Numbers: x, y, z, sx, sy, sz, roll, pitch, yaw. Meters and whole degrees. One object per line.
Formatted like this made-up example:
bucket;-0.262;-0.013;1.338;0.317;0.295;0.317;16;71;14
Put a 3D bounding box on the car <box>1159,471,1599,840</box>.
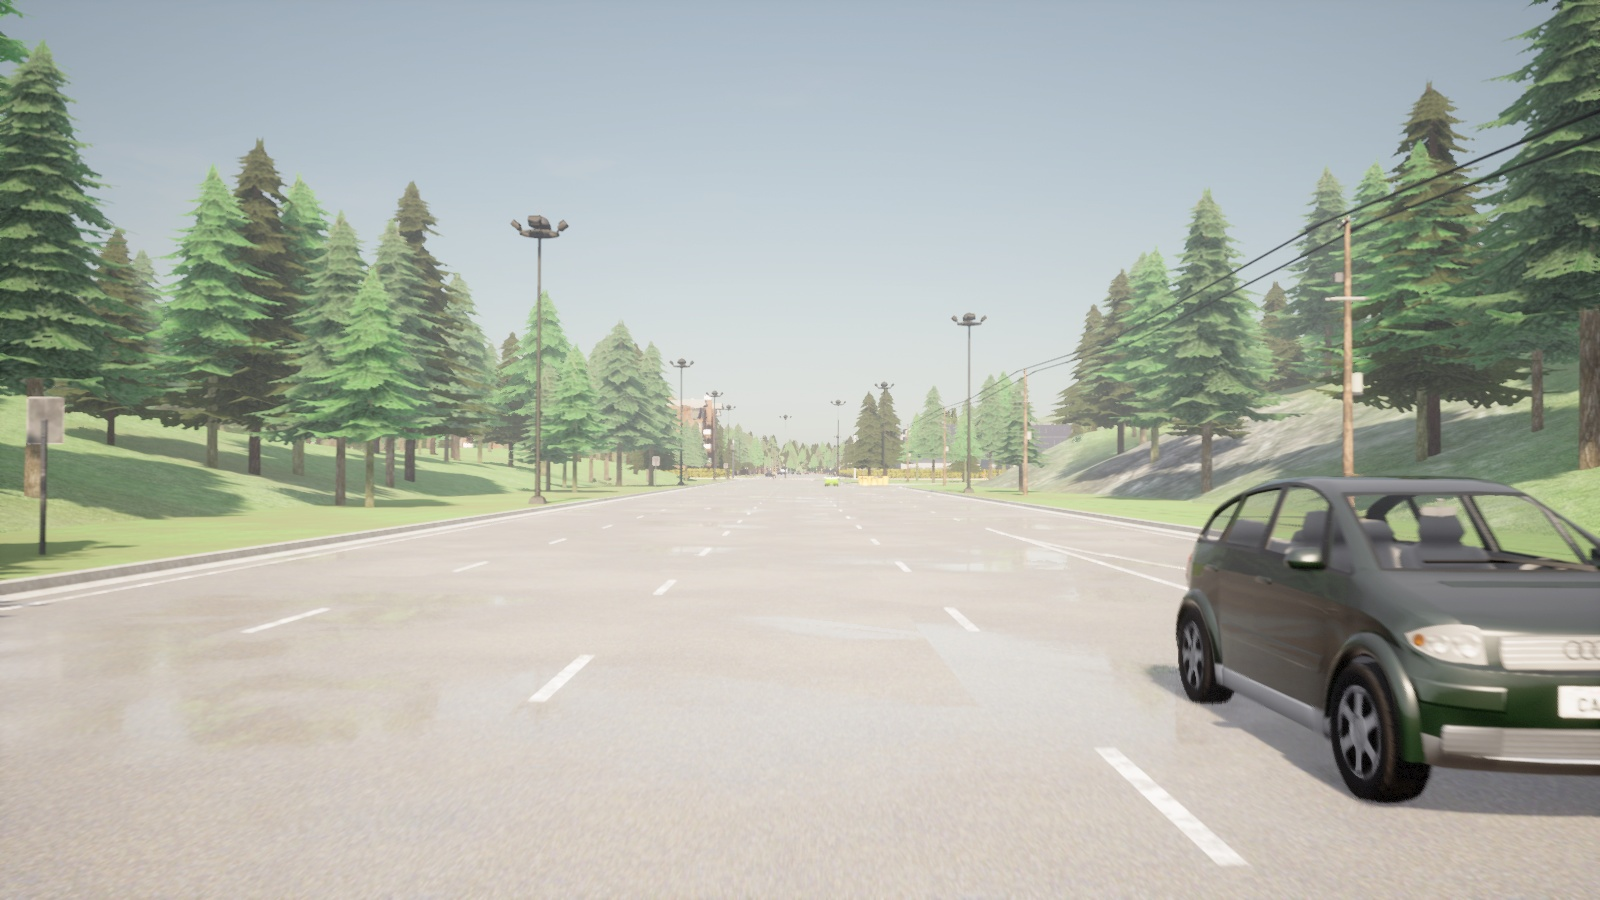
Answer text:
car;3.483;0.899;7.168;1.789;1.549;3.705;0;-1;0
